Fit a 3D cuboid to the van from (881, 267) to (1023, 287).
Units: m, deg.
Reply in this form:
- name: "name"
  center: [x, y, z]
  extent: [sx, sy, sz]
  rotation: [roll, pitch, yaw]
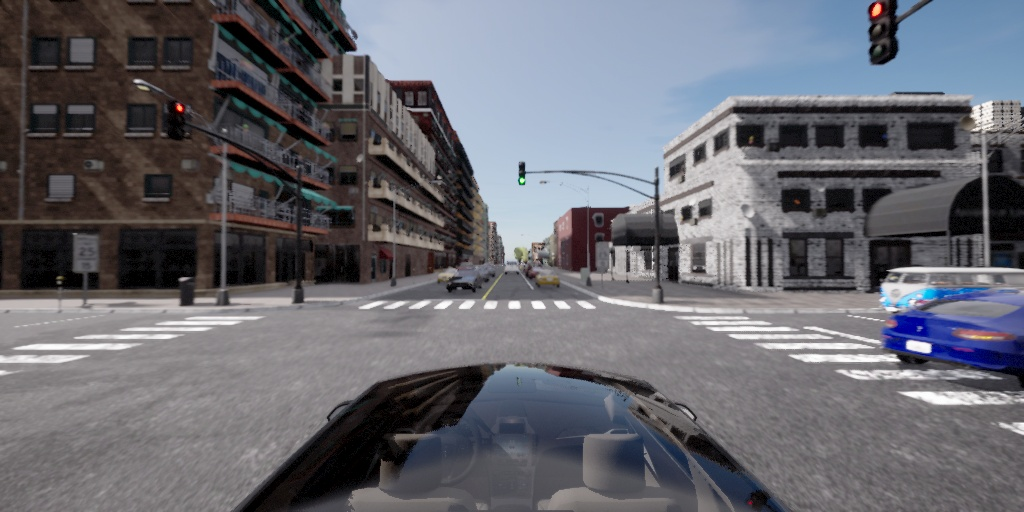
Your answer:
- name: "van"
  center: [14.894, 1.278, 12.086]
  extent: [3.998, 1.789, 1.690]
  rotation: [0, 0, 0]

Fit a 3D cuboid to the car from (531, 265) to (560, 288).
- name: "car"
  center: [2.682, 1.642, 27.773]
  extent: [1.751, 1.417, 4.829]
  rotation: [0, 0, 0]

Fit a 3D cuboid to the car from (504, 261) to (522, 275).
- name: "car"
  center: [-0.017, 1.726, 54.169]
  extent: [2.150, 2.045, 5.566]
  rotation: [0, -1, 0]

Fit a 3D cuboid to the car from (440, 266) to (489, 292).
- name: "car"
  center: [-3.070, 1.633, 24.457]
  extent: [2.033, 1.411, 5.357]
  rotation: [0, -1, 3]

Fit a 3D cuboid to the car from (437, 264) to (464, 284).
- name: "car"
  center: [-5.701, 1.740, 32.968]
  extent: [1.751, 1.417, 4.829]
  rotation: [0, 0, 0]

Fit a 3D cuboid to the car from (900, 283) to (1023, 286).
- name: "car"
  center: [13.753, 1.492, 9.505]
  extent: [4.718, 1.301, 1.895]
  rotation: [0, -1, 0]

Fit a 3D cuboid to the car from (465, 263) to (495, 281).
- name: "car"
  center: [-3.089, 1.717, 34.336]
  extent: [2.128, 1.511, 4.902]
  rotation: [0, -1, 0]

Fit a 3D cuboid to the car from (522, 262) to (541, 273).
- name: "car"
  center: [2.677, 1.667, 44.219]
  extent: [2.192, 1.841, 5.009]
  rotation: [0, 0, 0]

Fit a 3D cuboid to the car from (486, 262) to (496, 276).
- name: "car"
  center: [-3.018, 1.865, 44.686]
  extent: [2.128, 1.511, 4.902]
  rotation: [0, -1, 0]

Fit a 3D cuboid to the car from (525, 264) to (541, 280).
- name: "car"
  center: [2.679, 1.855, 38.680]
  extent: [1.802, 1.307, 4.207]
  rotation: [0, 0, 0]

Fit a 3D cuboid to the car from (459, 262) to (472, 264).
- name: "car"
  center: [-5.704, 1.687, 44.215]
  extent: [2.192, 1.841, 5.009]
  rotation: [0, 0, 0]

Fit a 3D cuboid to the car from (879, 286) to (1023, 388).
- name: "car"
  center: [9.070, 1.355, 6.257]
  extent: [4.674, 1.442, 1.812]
  rotation: [0, -2, -7]
